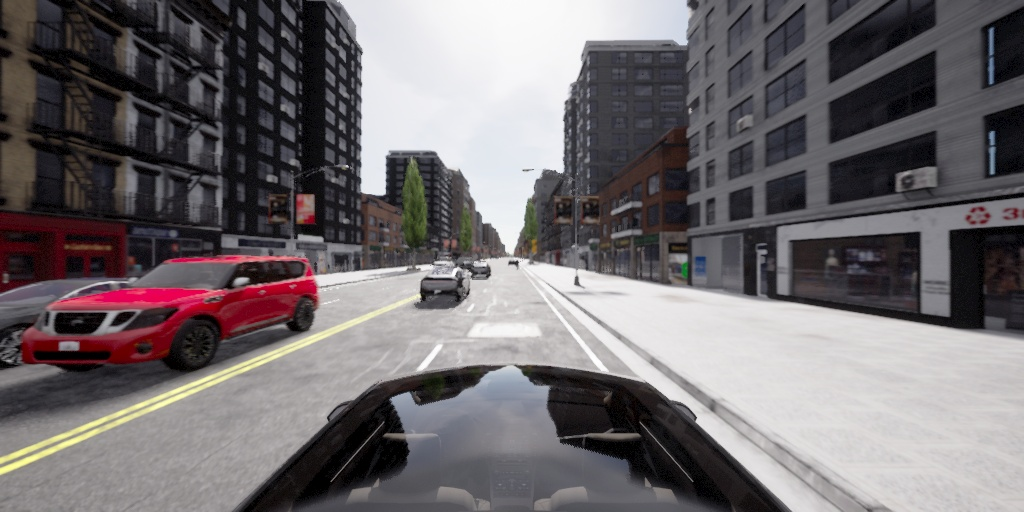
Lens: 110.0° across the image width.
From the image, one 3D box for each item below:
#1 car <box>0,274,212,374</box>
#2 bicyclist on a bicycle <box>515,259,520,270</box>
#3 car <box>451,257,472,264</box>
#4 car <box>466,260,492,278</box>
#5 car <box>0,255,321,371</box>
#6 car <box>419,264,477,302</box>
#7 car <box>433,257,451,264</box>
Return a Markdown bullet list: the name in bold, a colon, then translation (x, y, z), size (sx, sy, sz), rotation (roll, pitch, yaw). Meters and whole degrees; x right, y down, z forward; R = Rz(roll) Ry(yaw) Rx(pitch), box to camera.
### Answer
- **car**: translation (-9.849, 1.270, 8.036), size (2.128, 1.511, 4.902), rotation (0, 0, 0)
- **bicyclist on a bicycle**: translation (0.894, 1.345, 57.764), size (0.659, 1.776, 1.843), rotation (0, 0, 0)
- **car**: translation (-6.565, 1.169, 49.460), size (2.150, 2.045, 5.566), rotation (0, 0, 0)
- **car**: translation (-3.149, 1.395, 37.161), size (2.128, 1.511, 4.902), rotation (0, 0, 0)
- **car**: translation (-6.601, 1.000, 8.108), size (2.150, 2.045, 5.566), rotation (0, 0, 0)
- **car**: translation (-3.151, 1.315, 17.605), size (2.128, 1.511, 4.902), rotation (0, 0, 0)
- **car**: translation (-9.809, 1.172, 51.262), size (2.150, 2.045, 5.566), rotation (0, 0, 0)
